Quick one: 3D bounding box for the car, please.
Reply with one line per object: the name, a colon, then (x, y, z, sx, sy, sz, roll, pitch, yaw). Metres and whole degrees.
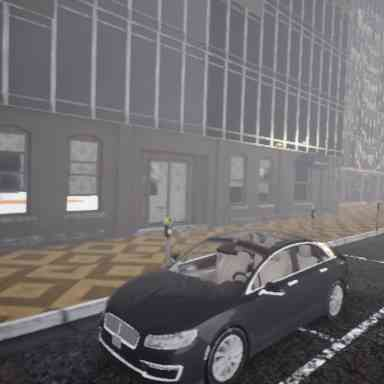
car: (0.820, 1.317, 4.969, 4.403, 1.369, 2.008, -1, 4, -43)
